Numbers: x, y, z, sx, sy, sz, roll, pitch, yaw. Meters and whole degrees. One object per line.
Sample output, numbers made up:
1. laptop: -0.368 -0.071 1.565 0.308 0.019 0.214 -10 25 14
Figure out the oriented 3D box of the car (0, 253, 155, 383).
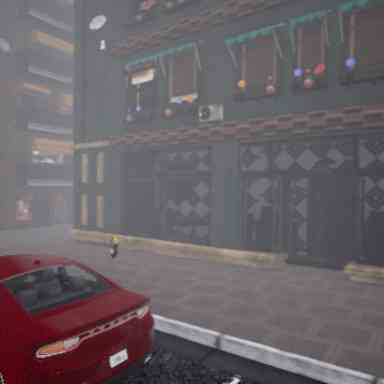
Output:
1. car: -2.565 1.564 4.686 4.507 1.381 1.887 0 1 36
